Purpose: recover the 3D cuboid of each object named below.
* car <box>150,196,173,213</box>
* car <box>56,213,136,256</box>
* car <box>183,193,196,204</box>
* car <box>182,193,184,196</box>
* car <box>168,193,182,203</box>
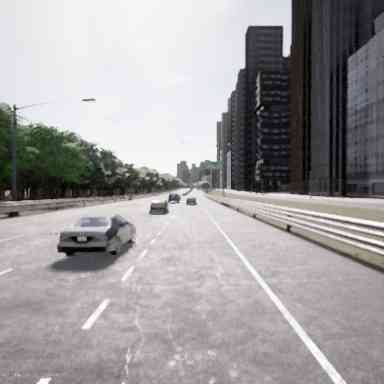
[{"bbox_3d":[-3.600,1.499,37.154,2.128,1.511,4.902,0,0,0],"label":"car"},{"bbox_3d":[-3.520,1.550,13.147,2.033,1.411,5.357,0,0,0],"label":"car"},{"bbox_3d":[-0.143,1.490,62.343,2.128,1.511,4.902,0,0,0],"label":"car"},{"bbox_3d":[-3.830,1.487,89.583,2.033,1.411,5.357,0,0,0],"label":"car"},{"bbox_3d":[-3.782,1.216,69.741,2.150,2.045,5.566,0,0,0],"label":"car"}]
